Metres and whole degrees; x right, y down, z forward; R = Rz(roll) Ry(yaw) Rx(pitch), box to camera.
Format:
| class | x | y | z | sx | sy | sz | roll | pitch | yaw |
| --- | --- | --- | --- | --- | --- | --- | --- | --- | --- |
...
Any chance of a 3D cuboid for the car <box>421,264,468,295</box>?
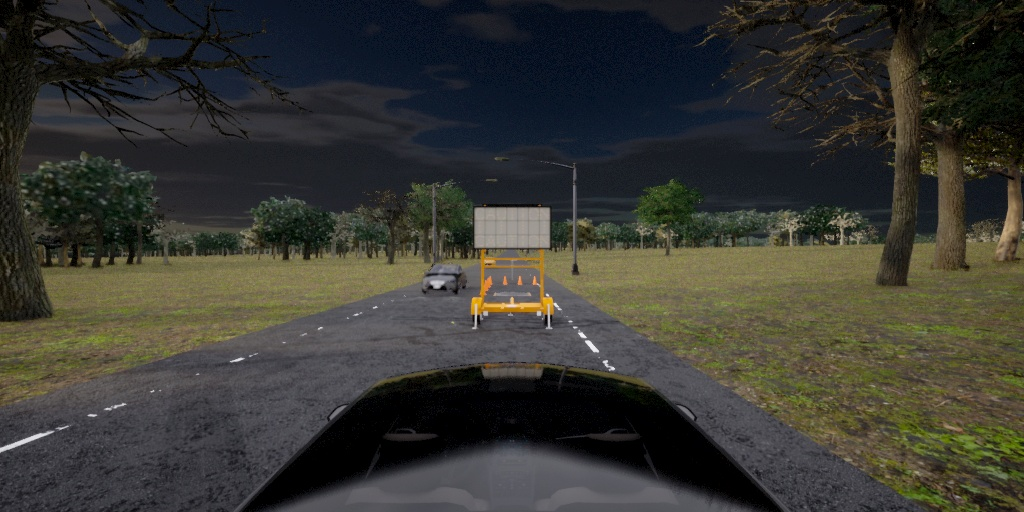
| class | x | y | z | sx | sy | sz | roll | pitch | yaw |
| --- | --- | --- | --- | --- | --- | --- | --- | --- | --- |
| car | -3.578 | 1.190 | 19.596 | 2.128 | 1.511 | 4.902 | 0 | 0 | 0 |

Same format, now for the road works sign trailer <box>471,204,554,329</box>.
| class | x | y | z | sx | sy | sz | roll | pitch | yaw |
| --- | --- | --- | --- | --- | --- | --- | --- | --- | --- |
| road works sign trailer | 0.011 | 0.197 | 11.145 | 2.380 | 3.560 | 2.880 | 0 | 0 | 0 |

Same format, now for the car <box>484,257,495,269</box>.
| class | x | y | z | sx | sy | sz | roll | pitch | yaw |
| --- | --- | --- | --- | --- | --- | --- | --- | --- | --- |
| car | -3.441 | 0.970 | 51.791 | 1.882 | 1.535 | 5.008 | 0 | 1 | 0 |
